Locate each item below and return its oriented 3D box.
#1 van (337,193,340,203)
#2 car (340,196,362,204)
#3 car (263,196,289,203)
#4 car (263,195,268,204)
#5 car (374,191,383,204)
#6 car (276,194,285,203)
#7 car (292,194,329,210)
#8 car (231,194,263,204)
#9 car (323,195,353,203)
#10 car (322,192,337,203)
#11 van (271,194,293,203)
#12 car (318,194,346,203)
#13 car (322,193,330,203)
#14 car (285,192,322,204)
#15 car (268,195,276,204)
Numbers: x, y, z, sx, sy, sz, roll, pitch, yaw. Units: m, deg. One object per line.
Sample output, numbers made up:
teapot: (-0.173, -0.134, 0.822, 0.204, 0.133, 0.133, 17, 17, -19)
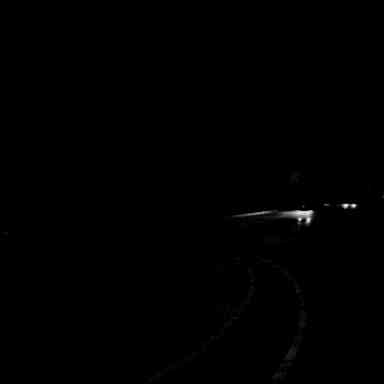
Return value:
van: (25.788, 1.185, 63.700, 4.442, 1.987, 1.878, -2, -2, 40)
car: (26.455, 1.318, 54.578, 1.994, 1.385, 4.181, -2, -1, 40)
car: (18.711, 1.731, 74.488, 5.366, 1.575, 1.946, -2, -2, 40)
car: (11.749, 1.595, 65.751, 4.892, 1.521, 2.231, -2, -1, 39)
car: (32.156, 0.939, 56.286, 2.150, 2.045, 5.566, -2, -2, 40)
car: (17.015, 1.688, 72.438, 5.366, 1.575, 1.946, -2, -2, 40)
car: (14.362, 1.377, 40.162, 2.128, 1.511, 4.902, -2, 0, 40)
car: (10.072, 1.327, 63.677, 5.566, 2.045, 2.435, -2, -1, 39)
car: (29.817, 1.500, 68.090, 5.366, 1.575, 1.946, -2, -2, 40)
car: (21.914, 1.087, 58.869, 5.566, 2.045, 2.435, -2, -2, 39)
van: (20.724, 1.554, 76.454, 4.442, 1.987, 1.878, -2, -2, 40)
car: (27.790, 1.328, 65.983, 4.553, 1.767, 2.185, -2, -2, 40)
car: (20.087, 1.321, 56.592, 5.008, 1.535, 2.097, -2, -1, 39)
car: (18.141, 1.178, 54.263, 4.553, 1.767, 2.185, -2, -1, 39)
car: (13.533, 1.363, 67.902, 5.566, 2.045, 2.435, -2, -1, 39)
